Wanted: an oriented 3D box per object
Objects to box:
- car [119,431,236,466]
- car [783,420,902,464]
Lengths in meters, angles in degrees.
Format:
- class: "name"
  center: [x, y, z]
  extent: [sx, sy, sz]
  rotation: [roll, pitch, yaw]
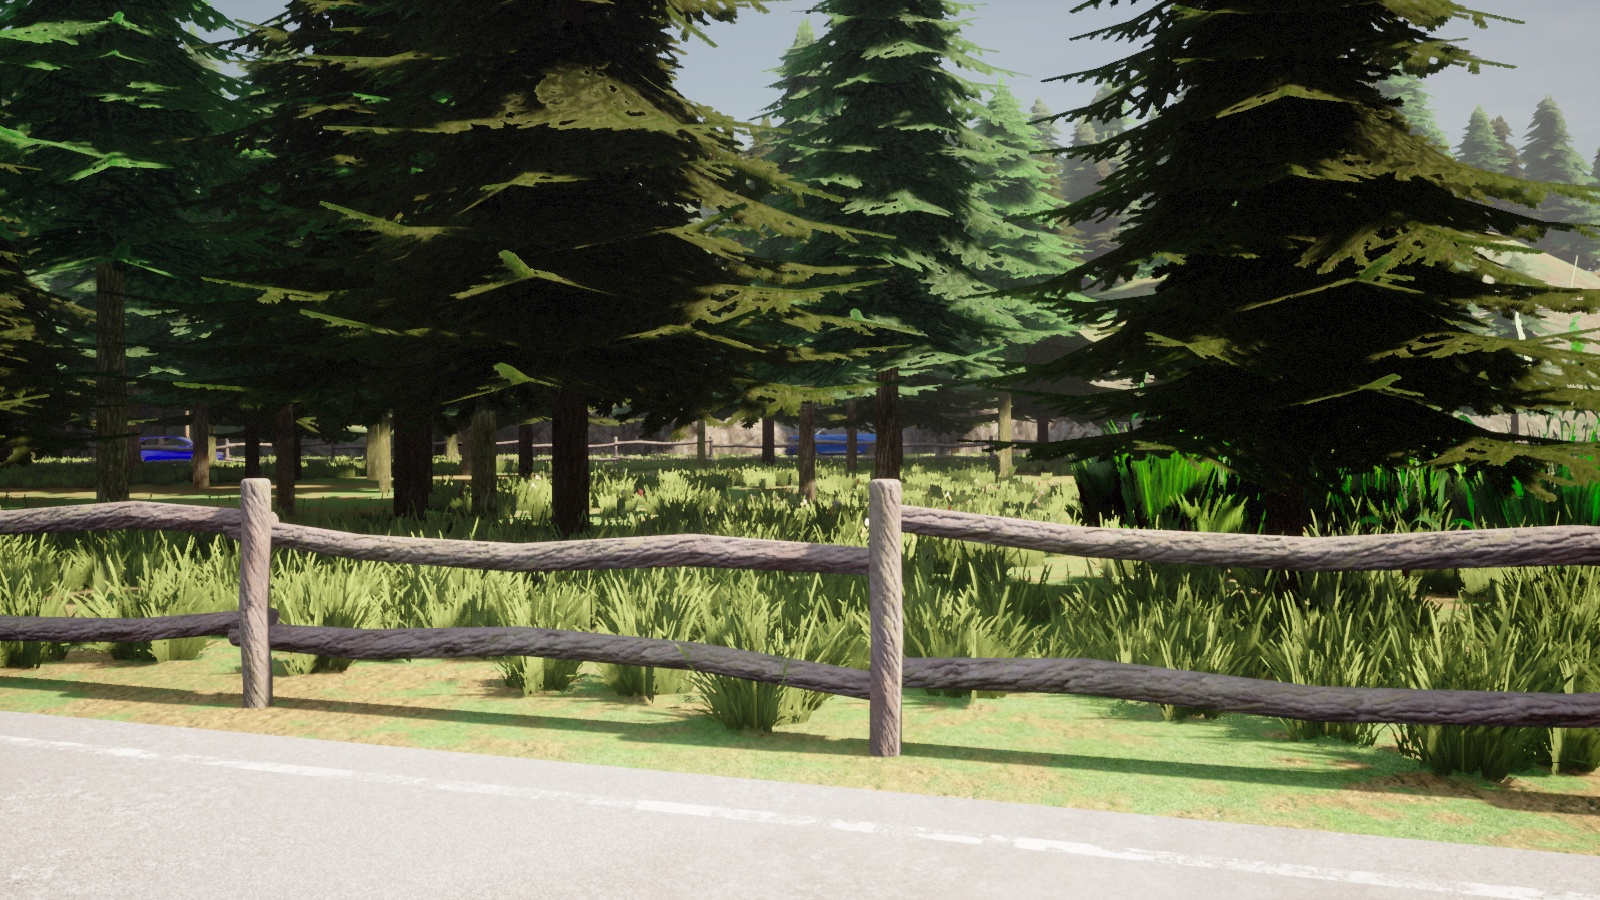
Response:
- class: "car"
  center: [-26.382, -0.078, 53.352]
  extent: [4.193, 1.474, 1.816]
  rotation: [0, 1, -17]
- class: "car"
  center: [2.016, -0.373, 59.979]
  extent: [5.566, 2.045, 2.150]
  rotation: [0, 1, 2]
